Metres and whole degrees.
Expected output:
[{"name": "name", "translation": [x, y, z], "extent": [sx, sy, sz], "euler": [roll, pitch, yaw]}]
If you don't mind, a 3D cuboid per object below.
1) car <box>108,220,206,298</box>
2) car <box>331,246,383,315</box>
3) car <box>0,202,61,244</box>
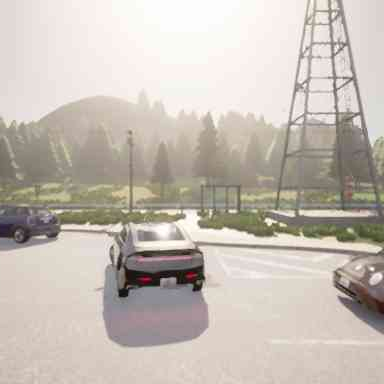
[{"name": "car", "translation": [-1.067, 1.481, 8.635], "extent": [2.128, 1.511, 4.902], "euler": [0, 0, -15]}, {"name": "car", "translation": [4.898, 1.513, 6.465], "extent": [3.905, 1.438, 1.784], "euler": [0, 0, 0]}, {"name": "car", "translation": [-8.584, 1.334, 15.791], "extent": [4.553, 1.767, 2.097], "euler": [0, 0, 20]}]
